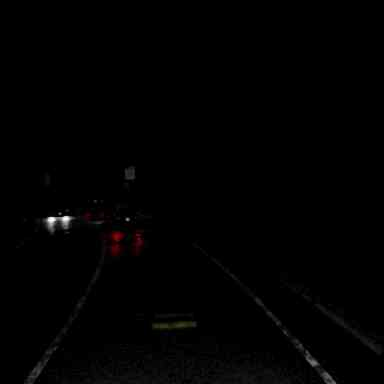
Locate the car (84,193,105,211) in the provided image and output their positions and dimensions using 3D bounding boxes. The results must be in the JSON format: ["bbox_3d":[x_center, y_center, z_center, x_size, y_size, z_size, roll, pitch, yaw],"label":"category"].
[{"bbox_3d":[-11.639,1.171,39.857,2.150,2.045,5.566,-2,1,-17],"label":"car"}]

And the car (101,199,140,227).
[{"bbox_3d":[-4.640,1.426,21.877,1.812,1.442,4.674,-2,1,-21],"label":"car"}]

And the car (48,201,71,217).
[{"bbox_3d":[-13.014,1.604,32.724,2.033,1.411,5.357,-2,1,-22],"label":"car"}]
